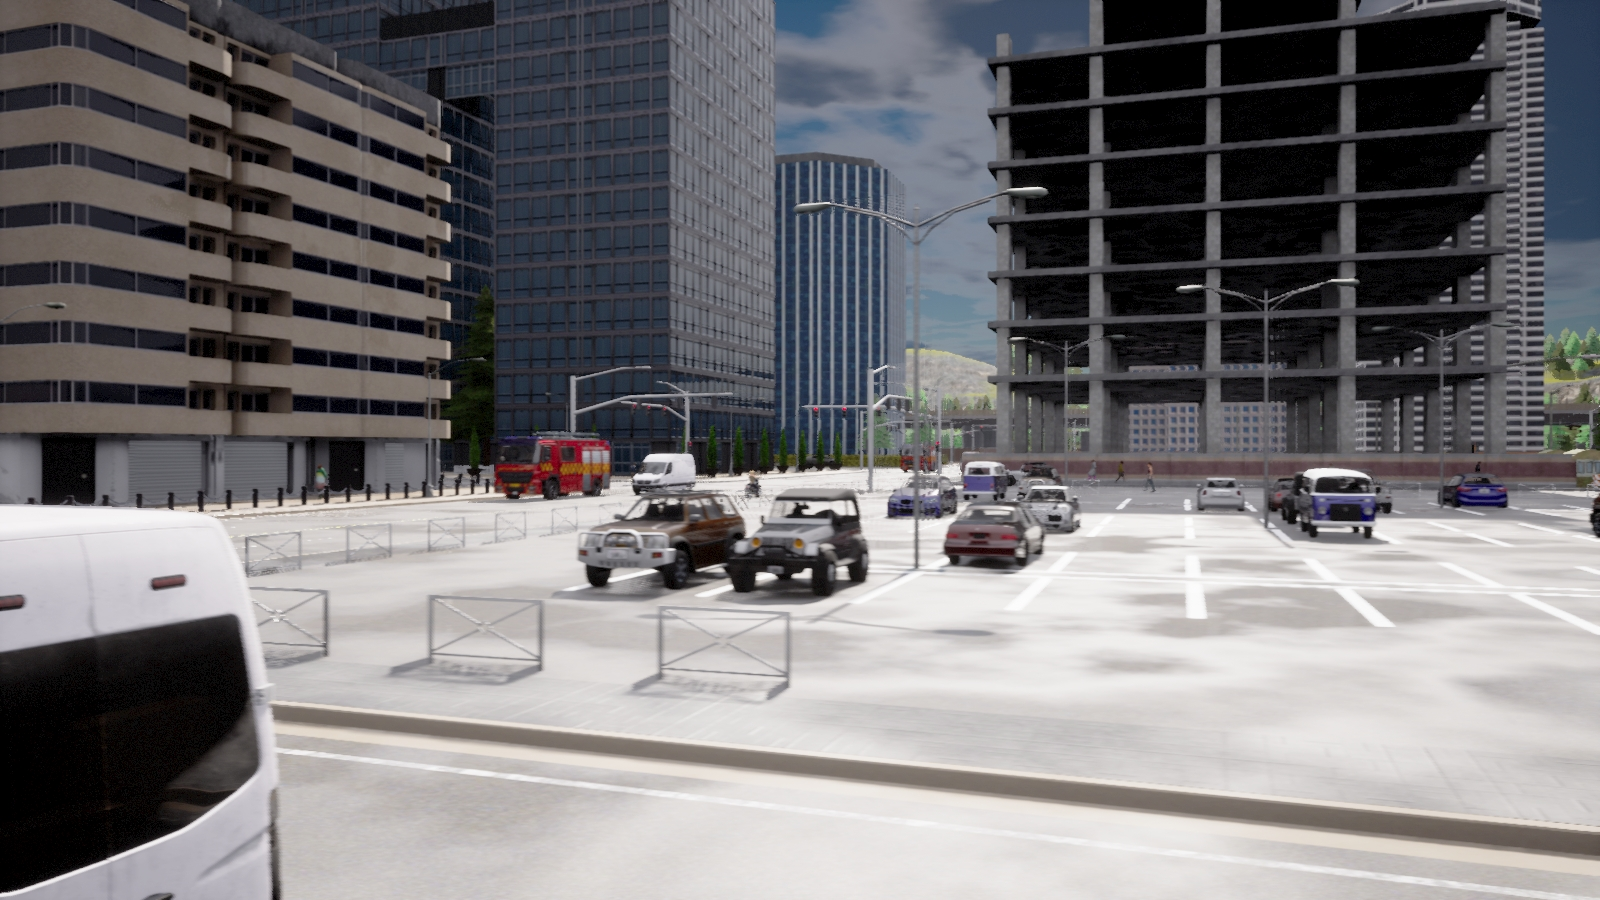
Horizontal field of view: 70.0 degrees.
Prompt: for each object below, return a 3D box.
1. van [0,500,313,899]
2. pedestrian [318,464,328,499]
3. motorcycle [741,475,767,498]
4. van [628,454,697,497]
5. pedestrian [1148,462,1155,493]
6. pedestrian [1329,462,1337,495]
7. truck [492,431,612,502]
[{"bbox_3d":[-5.324,1.534,5.240,5.915,2.561,1.988,0,0,20],"label":"van"},{"bbox_3d":[-25.246,1.658,60.468,0.375,1.860,0.375,0,0,28],"label":"pedestrian"},{"bbox_3d":[-2.702,2.155,67.414,0.764,1.307,2.356,0,0,18],"label":"motorcycle"},{"bbox_3d":[-8.567,1.536,71.969,1.988,2.561,5.915,0,0,18],"label":"van"},{"bbox_3d":[21.076,1.642,68.489,0.375,1.860,0.375,0,0,15],"label":"pedestrian"},{"bbox_3d":[30.373,1.640,65.114,0.375,1.860,0.375,0,0,16],"label":"pedestrian"},{"bbox_3d":[-14.173,0.891,66.202,2.891,3.827,8.468,0,0,18],"label":"truck"}]
